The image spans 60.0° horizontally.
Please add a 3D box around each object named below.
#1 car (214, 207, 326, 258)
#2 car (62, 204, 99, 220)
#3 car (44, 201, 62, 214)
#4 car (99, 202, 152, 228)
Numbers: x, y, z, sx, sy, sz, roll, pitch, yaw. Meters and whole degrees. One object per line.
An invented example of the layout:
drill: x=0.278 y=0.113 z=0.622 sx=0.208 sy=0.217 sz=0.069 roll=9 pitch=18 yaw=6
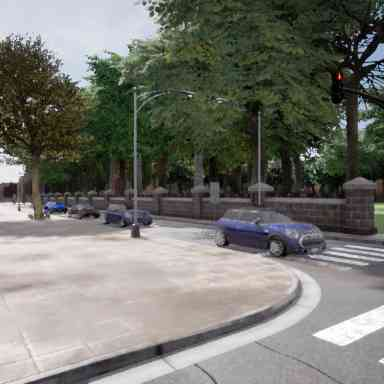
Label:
car: x=2.957 y=1.435 z=13.334 sx=2.097 sy=1.767 sz=4.553 roll=0 pitch=0 yaw=-35
car: x=-10.583 y=1.864 z=32.297 sx=2.033 sy=1.411 sz=5.357 roll=0 pitch=-1 yaw=-35
car: x=-17.051 y=1.929 z=41.435 sx=1.882 sy=1.535 sz=5.008 roll=0 pitch=-1 yaw=-35
car: x=-4.704 y=1.559 z=24.064 sx=2.097 sy=1.767 sz=4.553 roll=0 pitch=0 yaw=-36
